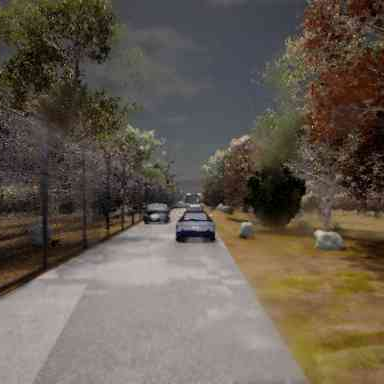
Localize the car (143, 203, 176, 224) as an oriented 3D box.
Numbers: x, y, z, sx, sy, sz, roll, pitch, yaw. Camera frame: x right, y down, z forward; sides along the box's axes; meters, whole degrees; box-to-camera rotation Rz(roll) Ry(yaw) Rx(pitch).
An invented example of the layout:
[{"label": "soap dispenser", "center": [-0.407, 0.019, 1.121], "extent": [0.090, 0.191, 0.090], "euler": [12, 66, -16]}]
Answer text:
[{"label": "car", "center": [-2.704, 1.704, 26.597], "extent": [2.128, 1.511, 4.902], "euler": [0, -1, 0]}]

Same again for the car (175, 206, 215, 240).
[{"label": "car", "center": [0.185, 1.671, 17.673], "extent": [1.994, 1.385, 4.181], "euler": [0, -1, 0]}]

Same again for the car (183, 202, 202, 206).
[{"label": "car", "center": [0.311, 1.893, 35.220], "extent": [1.812, 1.442, 4.674], "euler": [0, -1, 0]}]

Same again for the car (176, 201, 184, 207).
[{"label": "car", "center": [-2.209, 2.568, 66.926], "extent": [2.097, 1.767, 4.553], "euler": [0, -2, 1]}]
